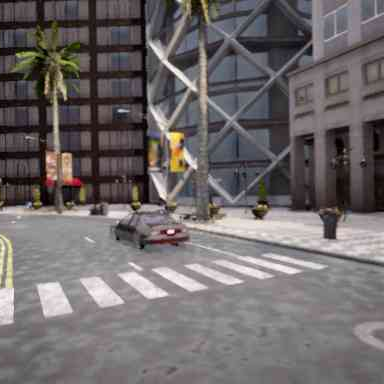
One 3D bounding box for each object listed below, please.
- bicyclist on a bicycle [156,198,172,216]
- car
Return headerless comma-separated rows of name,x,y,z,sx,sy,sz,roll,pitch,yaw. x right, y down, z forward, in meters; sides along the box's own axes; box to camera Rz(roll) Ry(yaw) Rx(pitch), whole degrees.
bicyclist on a bicycle,-2.386,1.311,28.240,1.656,1.620,0.582,-2,0,-41
car,-2.056,1.568,14.713,2.033,1.411,5.357,-1,0,-30
